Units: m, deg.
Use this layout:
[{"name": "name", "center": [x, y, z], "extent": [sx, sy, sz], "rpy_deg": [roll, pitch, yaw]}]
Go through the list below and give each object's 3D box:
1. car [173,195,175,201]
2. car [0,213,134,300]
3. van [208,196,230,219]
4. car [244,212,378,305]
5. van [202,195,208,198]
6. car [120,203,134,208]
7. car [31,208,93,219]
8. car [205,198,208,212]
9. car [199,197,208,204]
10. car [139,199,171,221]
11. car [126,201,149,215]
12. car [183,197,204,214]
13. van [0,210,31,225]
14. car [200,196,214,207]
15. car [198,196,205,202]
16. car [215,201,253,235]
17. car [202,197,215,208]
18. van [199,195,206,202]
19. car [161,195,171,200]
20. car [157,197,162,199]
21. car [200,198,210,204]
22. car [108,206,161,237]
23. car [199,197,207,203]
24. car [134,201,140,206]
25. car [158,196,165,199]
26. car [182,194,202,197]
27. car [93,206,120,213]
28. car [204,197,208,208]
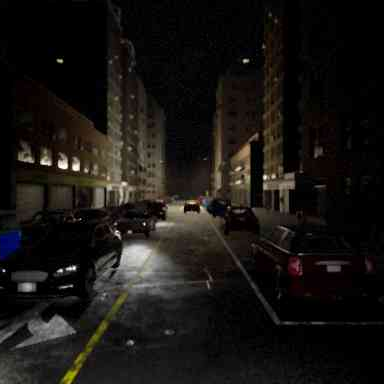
[{"name": "car", "center": [-5.881, 1.880, 81.709], "extent": [1.752, 1.417, 4.829], "rpy_deg": [0, 0, 0]}, {"name": "car", "center": [-3.092, 1.533, 8.696], "extent": [2.128, 1.511, 4.902], "rpy_deg": [0, 0, 0]}, {"name": "van", "center": [2.659, 1.484, 30.874], "extent": [1.690, 1.788, 3.998], "rpy_deg": [0, 0, 0]}, {"name": "car", "center": [2.666, 1.479, 8.197], "extent": [1.967, 1.590, 4.097], "rpy_deg": [0, 0, 0]}, {"name": "van", "center": [2.654, 1.558, 47.882], "extent": [1.690, 1.788, 3.998], "rpy_deg": [0, 0, 0]}, {"name": "car", "center": [-5.865, 1.700, 25.197], "extent": [1.802, 1.307, 4.206], "rpy_deg": [0, 0, 0]}, {"name": "car", "center": [-5.862, 1.506, 13.861], "extent": [1.967, 1.590, 4.097], "rpy_deg": [0, 0, 0]}, {"name": "car", "center": [2.657, 1.694, 36.712], "extent": [1.752, 1.417, 4.829], "rpy_deg": [0, 0, 0]}, {"name": "car", "center": [2.646, 1.885, 76.226], "extent": [2.008, 1.369, 4.403], "rpy_deg": [0, 0, 0]}, {"name": "car", "center": [-3.096, 1.640, 28.927], "extent": [1.837, 1.490, 4.892], "rpy_deg": [0, 0, 0]}, {"name": "car", "center": [-5.868, 1.693, 36.363], "extent": [1.752, 1.417, 4.829], "rpy_deg": [0, 0, 0]}, {"name": "car", "center": [-0.010, 1.667, 38.172], "extent": [2.128, 1.511, 4.902], "rpy_deg": [0, 0, 0]}, {"name": "van", "center": [-5.860, 1.381, 8.193], "extent": [1.690, 1.788, 3.998], "rpy_deg": [0, 0, 0]}, {"name": "car", "center": [2.650, 1.579, 59.220], "extent": [2.192, 1.841, 5.009], "rpy_deg": [0, 0, 0]}, {"name": "car", "center": [2.641, 1.917, 93.406], "extent": [1.752, 1.417, 4.829], "rpy_deg": [0, 0, 0]}, {"name": "car", "center": [2.662, 1.532, 19.535], "extent": [1.967, 1.590, 4.097], "rpy_deg": [0, 0, 0]}, {"name": "car", "center": [2.652, 1.680, 53.551], "extent": [1.967, 1.590, 4.097], "rpy_deg": [0, 0, 0]}, {"name": "van", "center": [2.643, 1.715, 87.567], "extent": [1.690, 1.788, 3.998], "rpy_deg": [0, 0, 0]}, {"name": "car", "center": [-5.877, 1.603, 64.875], "extent": [2.192, 1.841, 5.009], "rpy_deg": [0, 0, 0]}, {"name": "car", "center": [-5.871, 1.762, 47.869], "extent": [1.887, 1.381, 4.507], "rpy_deg": [0, 0, 0]}, {"name": "car", "center": [2.647, 1.877, 70.558], "extent": [1.947, 1.339, 4.313], "rpy_deg": [0, 0, 0]}, {"name": "car", "center": [-3.094, 1.689, 18.775], "extent": [1.895, 1.301, 4.718], "rpy_deg": [0, 0, 0]}, {"name": "car", "center": [2.645, 1.937, 81.896], "extent": [1.802, 1.307, 4.206], "rpy_deg": [0, 0, 0]}, {"name": "car", "center": [-5.867, 1.710, 30.865], "extent": [1.947, 1.339, 4.313], "rpy_deg": [0, 0, 0]}, {"name": "car", "center": [-5.873, 1.765, 53.368], "extent": [1.752, 1.417, 4.829], "rpy_deg": [0, 0, 0]}, {"name": "car", "center": [-0.009, 1.574, 49.330], "extent": [2.097, 1.767, 4.553], "rpy_deg": [0, 0, 0]}, {"name": "car", "center": [-5.863, 1.658, 19.528], "extent": [1.947, 1.339, 4.313], "rpy_deg": [0, 0, 0]}, {"name": "car", "center": [2.656, 1.743, 42.212], "extent": [2.008, 1.369, 4.403], "rpy_deg": [0, 0, 0]}]
